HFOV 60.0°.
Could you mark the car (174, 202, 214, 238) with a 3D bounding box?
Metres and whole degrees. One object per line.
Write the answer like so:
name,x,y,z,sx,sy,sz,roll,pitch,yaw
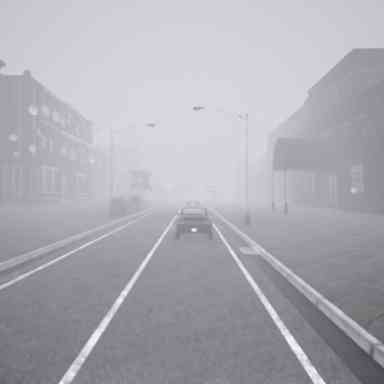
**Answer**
car,0.101,1.522,17.902,1.837,1.490,4.892,0,0,0
